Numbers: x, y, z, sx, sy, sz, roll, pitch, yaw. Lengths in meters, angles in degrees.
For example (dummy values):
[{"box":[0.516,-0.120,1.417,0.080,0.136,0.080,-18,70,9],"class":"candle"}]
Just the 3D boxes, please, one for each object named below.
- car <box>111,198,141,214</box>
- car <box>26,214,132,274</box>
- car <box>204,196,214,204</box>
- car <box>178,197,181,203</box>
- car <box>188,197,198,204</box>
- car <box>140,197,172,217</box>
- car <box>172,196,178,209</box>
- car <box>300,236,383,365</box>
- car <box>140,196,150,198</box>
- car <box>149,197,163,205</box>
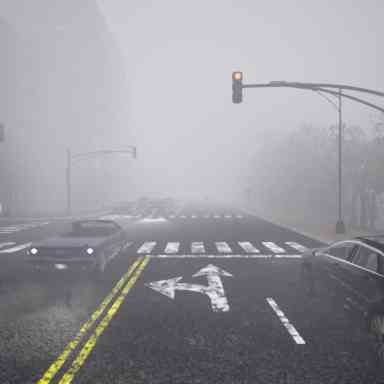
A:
[{"box":[-6.782,1.567,33.666,1.994,1.385,4.181,0,0,3],"class":"car"},{"box":[-3.355,1.599,10.717,1.895,1.301,4.718,0,0,0],"class":"car"},{"box":[3.356,1.500,66.553,1.882,1.535,5.008,0,0,0],"class":"car"},{"box":[-3.273,1.588,67.047,1.994,1.385,4.181,0,0,0],"class":"car"},{"box":[0.106,1.622,64.458,1.895,1.301,4.718,0,0,0],"class":"car"},{"box":[-3.350,1.500,31.862,2.128,1.511,4.902,0,0,0],"class":"car"},{"box":[-3.344,1.534,45.981,1.812,1.442,4.674,0,0,0],"class":"car"},{"box":[3.350,1.491,5.650,2.128,1.511,4.902,0,0,0],"class":"car"},{"box":[-6.594,1.360,46.318,2.097,1.767,4.553,0,0,0],"class":"car"},{"box":[-6.562,1.566,61.145,2.033,1.411,5.357,0,0,0],"class":"car"}]
